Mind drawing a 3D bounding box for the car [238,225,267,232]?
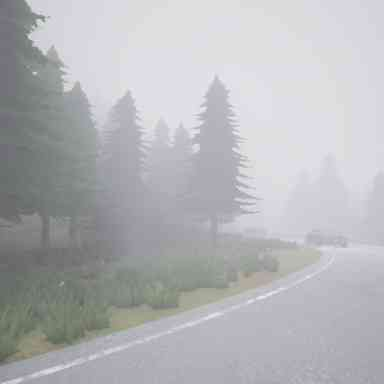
[{"bbox_3d":[8.698,5.430,46.623,1.882,1.535,5.008,2,-6,-14],"label":"car"}]

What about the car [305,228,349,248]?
[{"bbox_3d":[9.898,3.347,24.644,1.994,1.385,4.181,2,-6,2],"label":"car"}]

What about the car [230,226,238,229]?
[{"bbox_3d":[7.471,6.516,56.683,2.033,1.411,5.357,1,-6,5],"label":"car"}]
